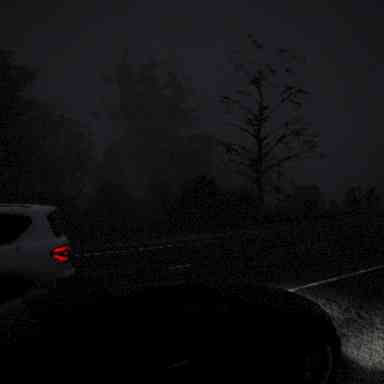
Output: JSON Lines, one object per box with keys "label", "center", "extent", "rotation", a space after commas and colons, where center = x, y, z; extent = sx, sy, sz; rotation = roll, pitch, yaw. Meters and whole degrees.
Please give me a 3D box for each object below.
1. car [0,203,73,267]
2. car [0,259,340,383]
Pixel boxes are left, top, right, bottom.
{"label": "car", "center": [-4.675, 1.219, 4.955], "extent": [5.566, 2.045, 2.150], "rotation": [0, 0, -35]}
{"label": "car", "center": [-0.393, 1.529, 3.466], "extent": [4.674, 1.442, 1.812], "rotation": [0, 0, -35]}
